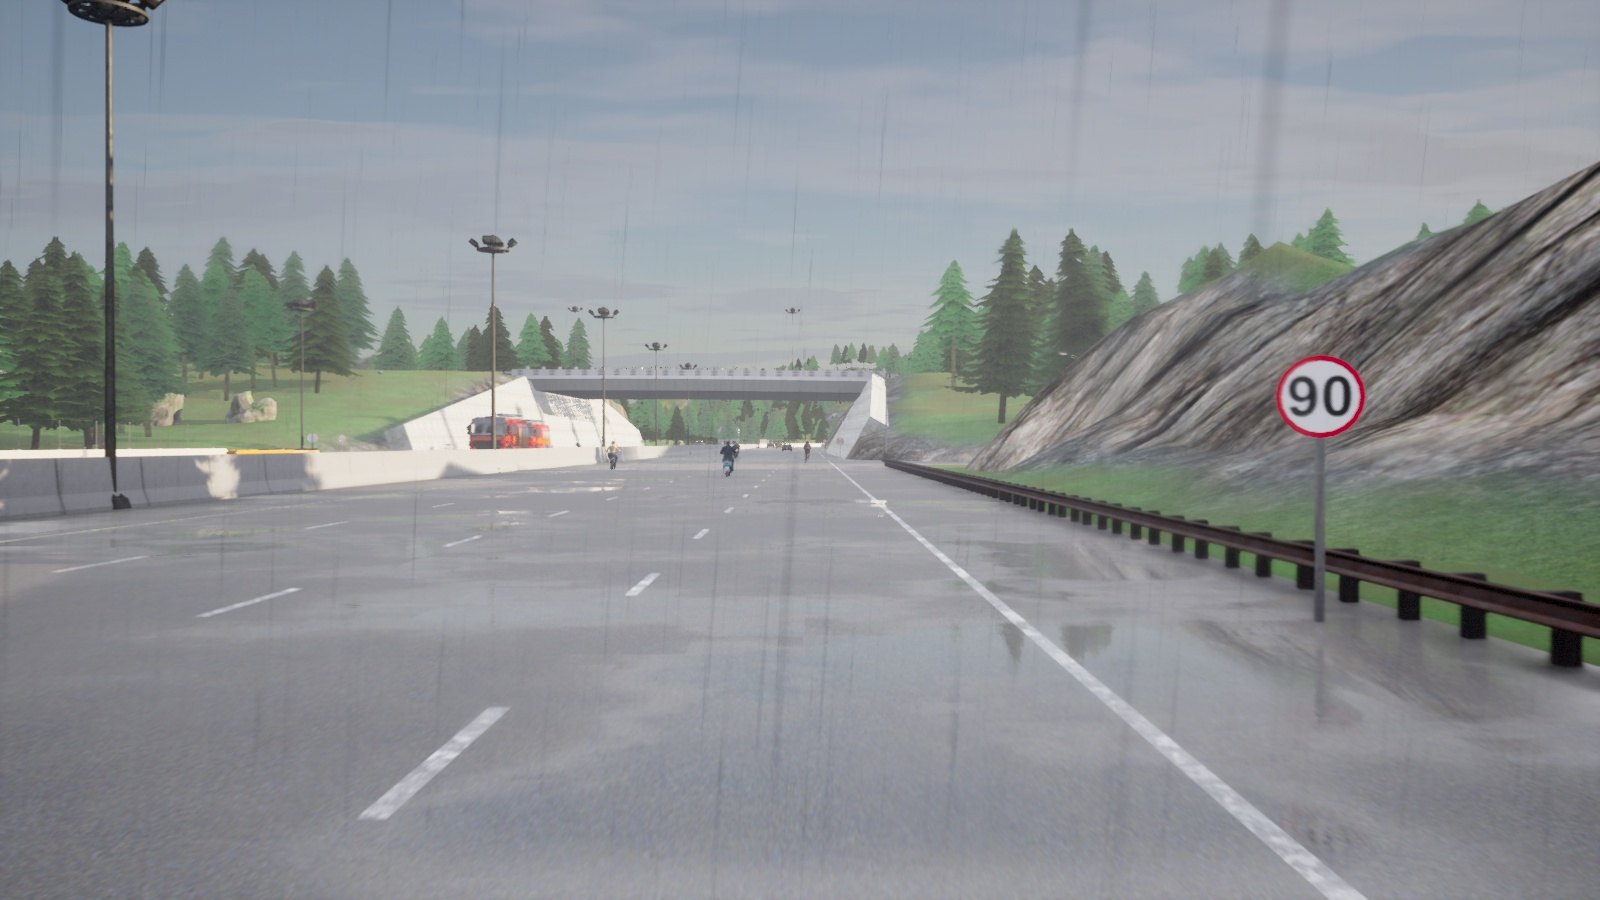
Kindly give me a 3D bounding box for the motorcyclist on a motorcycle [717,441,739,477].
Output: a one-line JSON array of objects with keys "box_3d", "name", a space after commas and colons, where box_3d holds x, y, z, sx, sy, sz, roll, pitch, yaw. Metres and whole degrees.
[{"box_3d": [-3.167, 0.383, 55.732, 0.866, 1.590, 1.817, 0, 0, 0], "name": "motorcyclist on a motorcycle"}]
